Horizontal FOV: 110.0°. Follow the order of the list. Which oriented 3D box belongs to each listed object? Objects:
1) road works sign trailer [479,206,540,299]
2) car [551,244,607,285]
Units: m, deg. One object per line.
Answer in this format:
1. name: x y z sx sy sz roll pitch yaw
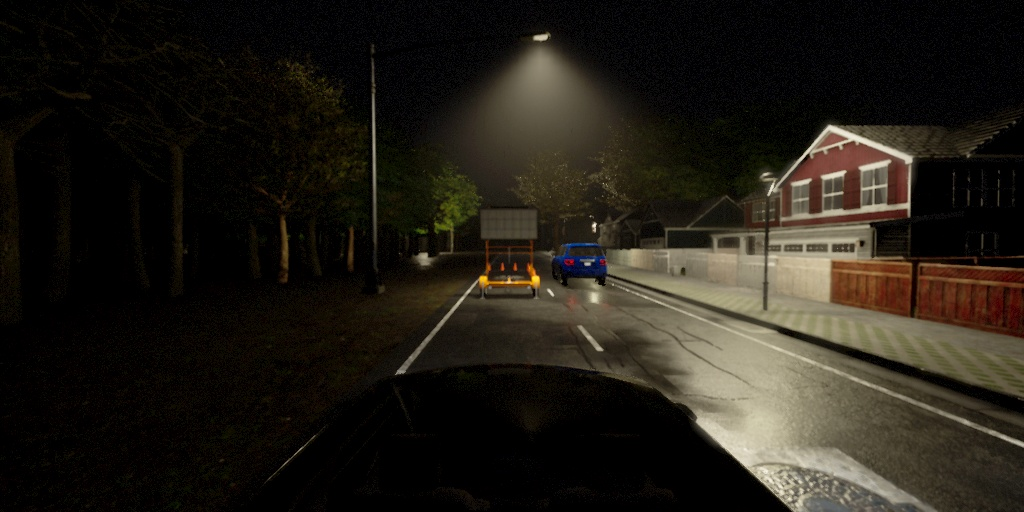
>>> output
1. road works sign trailer: -0.112 -0.236 14.801 2.380 3.560 2.880 0 0 -1
2. car: 3.444 0.372 19.155 2.150 2.045 5.566 0 2 -1
